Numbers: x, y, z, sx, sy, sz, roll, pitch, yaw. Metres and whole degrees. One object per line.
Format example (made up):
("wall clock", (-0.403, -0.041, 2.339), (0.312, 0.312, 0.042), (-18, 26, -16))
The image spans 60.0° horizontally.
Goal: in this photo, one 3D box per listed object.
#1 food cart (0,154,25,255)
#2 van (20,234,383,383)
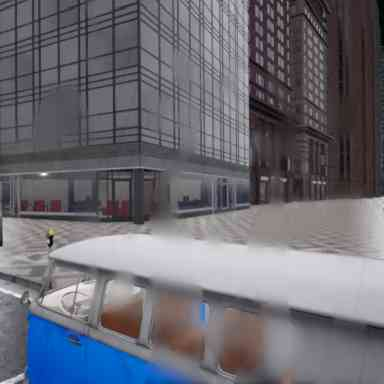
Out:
("food cart", (-8.795, 0.477, 12.846), (4.660, 3.560, 2.280), (-1, 0, 36))
("van", (0.259, 1.341, 2.679), (3.998, 1.788, 1.690), (0, -1, 36))
